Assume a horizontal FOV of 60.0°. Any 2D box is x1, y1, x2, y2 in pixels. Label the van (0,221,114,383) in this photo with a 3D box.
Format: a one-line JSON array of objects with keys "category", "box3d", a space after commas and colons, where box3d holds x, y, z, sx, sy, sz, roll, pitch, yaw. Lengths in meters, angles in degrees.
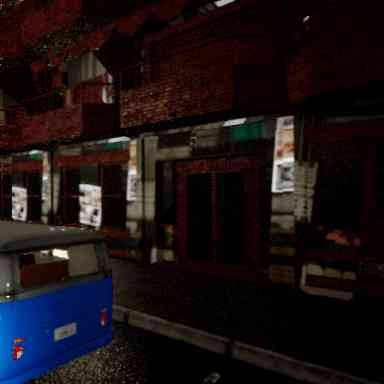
[{"category": "van", "box3d": [-2.929, 1.336, 4.825, 3.998, 1.788, 1.690, 0, -1, 36]}]
